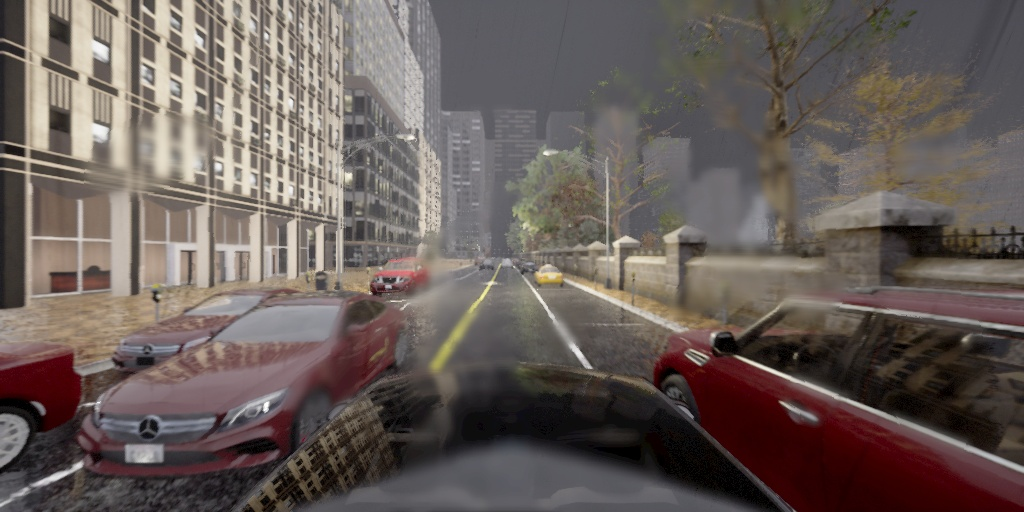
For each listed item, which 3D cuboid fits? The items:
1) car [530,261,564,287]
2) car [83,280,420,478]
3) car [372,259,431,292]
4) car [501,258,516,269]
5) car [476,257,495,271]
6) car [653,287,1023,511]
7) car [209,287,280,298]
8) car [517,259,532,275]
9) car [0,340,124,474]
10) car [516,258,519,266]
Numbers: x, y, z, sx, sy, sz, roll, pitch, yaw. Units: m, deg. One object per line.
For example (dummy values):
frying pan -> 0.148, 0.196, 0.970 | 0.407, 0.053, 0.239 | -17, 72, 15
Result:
car -> 2.420, 1.269, 24.284 | 1.751, 1.417, 4.829 | 0, 0, -1
car -> -2.862, 1.276, 5.116 | 1.812, 1.442, 4.674 | 0, 0, 0
car -> -5.542, 1.063, 18.539 | 2.192, 1.841, 5.009 | 0, 0, 0
car -> -0.759, 1.250, 56.783 | 1.812, 1.442, 4.674 | 0, 0, -1
car -> -3.413, 1.208, 49.071 | 1.882, 1.535, 5.008 | 0, 0, -1
car -> 2.567, 1.064, 1.924 | 2.192, 1.841, 5.009 | 0, 0, 0
car -> -5.472, 1.333, 7.444 | 1.802, 1.307, 4.207 | 0, 0, 0
car -> 1.851, 1.262, 38.667 | 1.812, 1.442, 4.674 | 0, 0, -1
car -> -5.458, 1.297, 1.894 | 1.888, 1.381, 4.507 | 0, 0, 0
car -> 1.909, 1.309, 51.852 | 1.802, 1.307, 4.207 | 0, 0, -1
